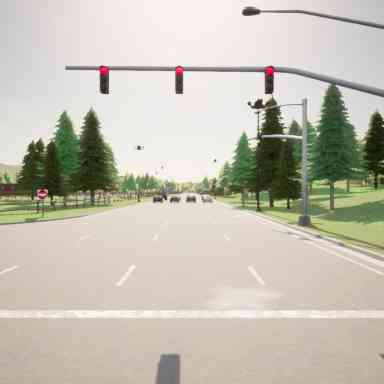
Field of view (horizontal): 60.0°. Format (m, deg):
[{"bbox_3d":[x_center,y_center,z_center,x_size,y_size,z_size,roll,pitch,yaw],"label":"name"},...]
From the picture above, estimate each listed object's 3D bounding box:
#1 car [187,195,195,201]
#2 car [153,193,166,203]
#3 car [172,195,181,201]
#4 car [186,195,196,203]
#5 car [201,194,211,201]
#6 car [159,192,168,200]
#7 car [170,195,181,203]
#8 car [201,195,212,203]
[{"bbox_3d":[-0.187,1.385,80.786,1.994,1.385,4.181,0,0,0],"label":"car"},{"bbox_3d":[-7.163,1.469,70.350,1.882,1.535,5.008,0,0,0],"label":"car"},{"bbox_3d":[-3.687,1.427,80.808,1.895,1.301,4.718,0,0,0],"label":"car"},{"bbox_3d":[-0.164,1.346,70.720,2.097,1.767,4.553,0,0,0],"label":"car"},{"bbox_3d":[3.313,1.357,80.794,2.128,1.511,4.902,0,0,0],"label":"car"},{"bbox_3d":[-7.187,1.057,80.800,2.150,2.045,5.566,0,0,0],"label":"car"},{"bbox_3d":[-3.663,1.492,70.358,1.837,1.490,4.892,0,0,0],"label":"car"},{"bbox_3d":[3.336,1.516,70.791,1.812,1.442,4.674,0,0,0],"label":"car"}]
